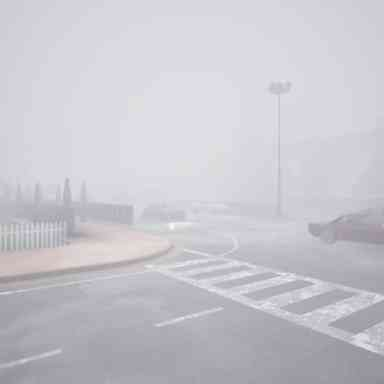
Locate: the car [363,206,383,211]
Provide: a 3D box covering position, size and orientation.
[{"bbox_3d":[11.646,1.548,19.487,2.033,1.411,5.357,0,0,-37],"label":"car"}]

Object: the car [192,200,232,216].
[{"bbox_3d":[1.812,1.517,32.422,1.812,1.442,4.674,0,0,-37],"label":"car"}]

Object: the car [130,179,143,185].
[{"bbox_3d":[-12.828,-1.487,69.603,1.882,1.535,5.008,0,7,-37],"label":"car"}]

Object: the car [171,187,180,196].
[{"bbox_3d":[-4.196,-0.267,63.943,1.882,1.535,5.008,0,7,-37],"label":"car"}]

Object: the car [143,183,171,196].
[{"bbox_3d":[-6.587,-0.187,61.303,1.882,1.535,5.008,0,7,-37],"label":"car"}]

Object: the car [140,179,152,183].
[{"bbox_3d":[-10.504,-1.827,72.186,2.150,2.045,5.566,0,7,-37],"label":"car"}]

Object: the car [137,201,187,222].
[{"bbox_3d":[-2.243,1.558,26.189,1.994,1.385,4.181,0,0,-37],"label":"car"}]

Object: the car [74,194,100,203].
[{"bbox_3d":[-12.642,1.053,39.917,1.837,1.490,4.892,0,4,-37],"label":"car"}]

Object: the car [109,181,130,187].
[{"bbox_3d":[-14.818,-1.300,66.259,1.882,1.535,5.008,0,7,-37],"label":"car"}]

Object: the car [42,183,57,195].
[{"bbox_3d":[-22.500,-0.539,53.178,1.837,1.490,4.892,0,7,-37],"label":"car"}]

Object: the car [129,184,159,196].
[{"bbox_3d":[-8.555,0.058,57.927,2.033,1.411,5.357,0,6,-37],"label":"car"}]

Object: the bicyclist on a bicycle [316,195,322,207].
[{"bbox_3d":[18.061,1.291,47.375,1.656,1.620,0.582,0,0,-37],"label":"bicyclist on a bicycle"}]

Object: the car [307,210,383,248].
[{"bbox_3d":[7.304,1.601,13.633,1.895,1.301,4.718,0,0,-37],"label":"car"}]

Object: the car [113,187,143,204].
[{"bbox_3d":[-9.419,0.624,47.284,2.097,1.767,4.553,0,4,-37],"label":"car"}]
